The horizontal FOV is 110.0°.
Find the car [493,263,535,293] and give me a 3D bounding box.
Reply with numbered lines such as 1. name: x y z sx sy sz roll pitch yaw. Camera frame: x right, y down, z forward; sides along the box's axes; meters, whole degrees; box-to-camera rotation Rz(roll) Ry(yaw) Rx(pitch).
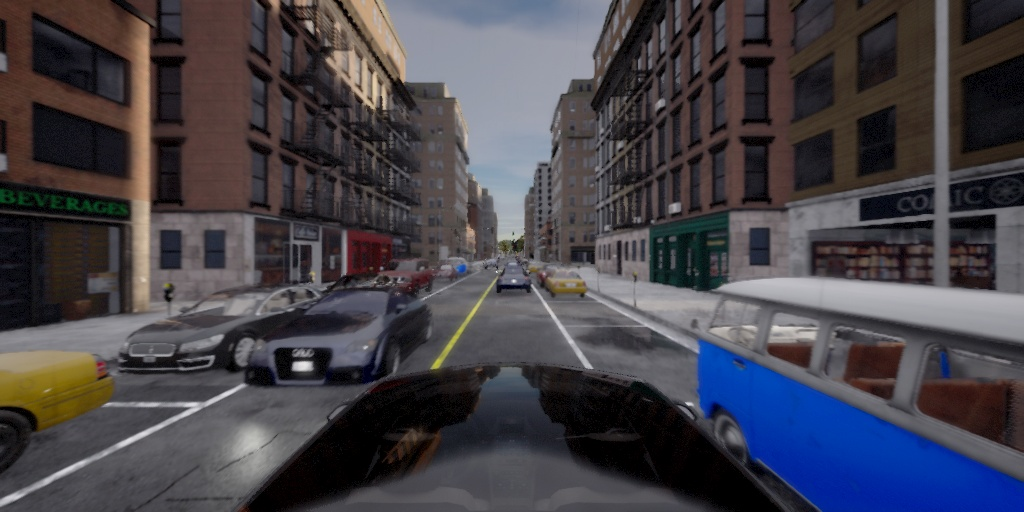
1. car: 0.102 1.303 20.882 1.994 1.385 4.181 0 0 0

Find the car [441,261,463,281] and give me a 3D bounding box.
1. car: -5.391 1.317 29.148 1.802 1.307 4.207 0 0 0

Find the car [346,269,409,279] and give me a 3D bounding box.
1. car: -5.396 1.310 12.930 1.948 1.339 4.313 0 0 0

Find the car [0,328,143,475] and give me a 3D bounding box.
1. car: -5.399 1.276 1.948 1.751 1.417 4.829 0 0 0

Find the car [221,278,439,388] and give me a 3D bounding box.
1. car: -2.849 1.311 6.875 1.994 1.385 4.181 0 0 0

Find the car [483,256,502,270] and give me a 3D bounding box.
1. car: -2.748 1.055 48.857 1.812 1.442 4.674 0 0 0

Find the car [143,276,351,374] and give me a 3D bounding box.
1. car: -5.397 1.298 7.523 2.007 1.370 4.403 0 0 0

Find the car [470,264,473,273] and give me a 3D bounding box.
1. car: -5.388 1.280 39.961 2.007 1.370 4.403 0 0 0

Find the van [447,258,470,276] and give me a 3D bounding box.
1. van: -5.390 1.073 34.555 1.690 1.789 3.998 0 0 0

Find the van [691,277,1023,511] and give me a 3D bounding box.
1. van: 2.680 1.090 2.119 1.690 1.789 3.998 0 0 0

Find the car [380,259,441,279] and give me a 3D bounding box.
1. car: -5.394 1.056 18.336 2.192 1.841 5.009 0 0 0

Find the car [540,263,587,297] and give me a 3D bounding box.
1. car: 2.666 1.266 18.507 1.751 1.417 4.829 0 0 0

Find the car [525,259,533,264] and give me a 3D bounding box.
1. car: 2.646 1.254 40.132 1.751 1.417 4.829 0 0 0

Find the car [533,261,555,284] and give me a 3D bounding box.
1. car: 2.661 1.177 23.743 1.967 1.591 4.097 0 0 0

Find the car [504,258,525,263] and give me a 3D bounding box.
1. car: 0.102 1.256 38.109 1.812 1.442 4.674 0 0 0
